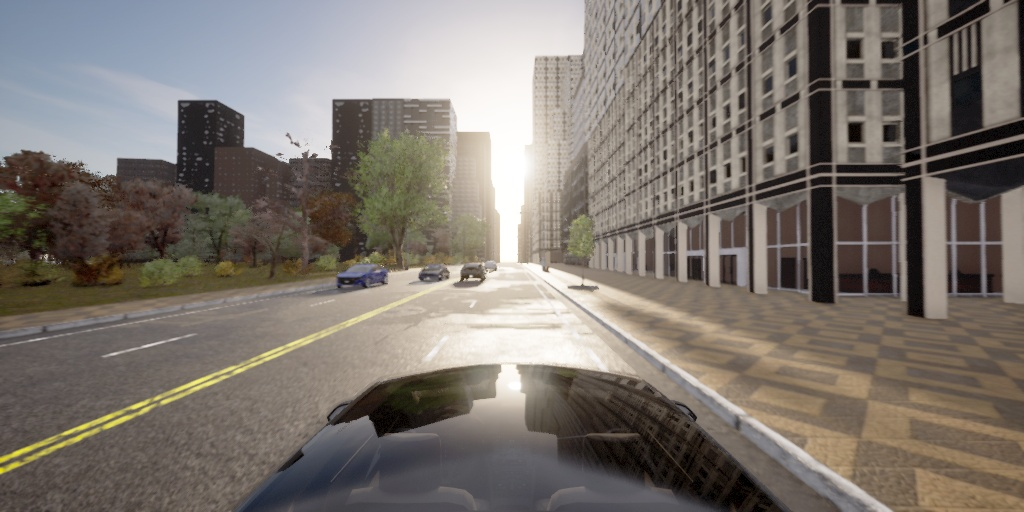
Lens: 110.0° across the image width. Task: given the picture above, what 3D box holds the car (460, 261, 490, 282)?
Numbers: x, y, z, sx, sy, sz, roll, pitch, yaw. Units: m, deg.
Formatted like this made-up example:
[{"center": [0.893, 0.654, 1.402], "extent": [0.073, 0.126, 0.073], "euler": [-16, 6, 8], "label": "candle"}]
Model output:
[{"center": [-3.157, 1.310, 30.047], "extent": [1.837, 1.490, 4.892], "euler": [0, 0, 0], "label": "car"}]

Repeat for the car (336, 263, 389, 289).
[{"center": [-9.834, 1.265, 23.897], "extent": [1.882, 1.535, 5.008], "euler": [0, 0, 0], "label": "car"}]

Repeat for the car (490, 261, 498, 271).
[{"center": [-3.162, 1.429, 53.529], "extent": [1.812, 1.442, 4.674], "euler": [0, 0, 0], "label": "car"}]

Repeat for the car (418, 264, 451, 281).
[{"center": [-6.536, 1.357, 30.750], "extent": [2.033, 1.411, 5.357], "euler": [0, 0, 1], "label": "car"}]
